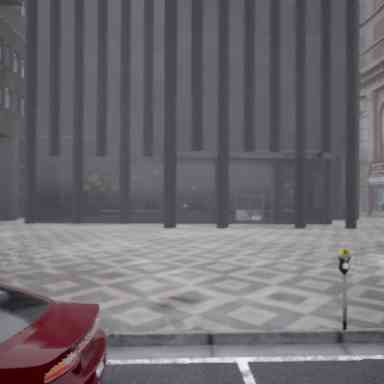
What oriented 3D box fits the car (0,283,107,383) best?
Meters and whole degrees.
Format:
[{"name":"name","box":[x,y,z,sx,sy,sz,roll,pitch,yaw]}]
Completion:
[{"name":"car","box":[-3.130,1.554,3.150,4.507,1.381,1.887,1,-1,-3]}]
